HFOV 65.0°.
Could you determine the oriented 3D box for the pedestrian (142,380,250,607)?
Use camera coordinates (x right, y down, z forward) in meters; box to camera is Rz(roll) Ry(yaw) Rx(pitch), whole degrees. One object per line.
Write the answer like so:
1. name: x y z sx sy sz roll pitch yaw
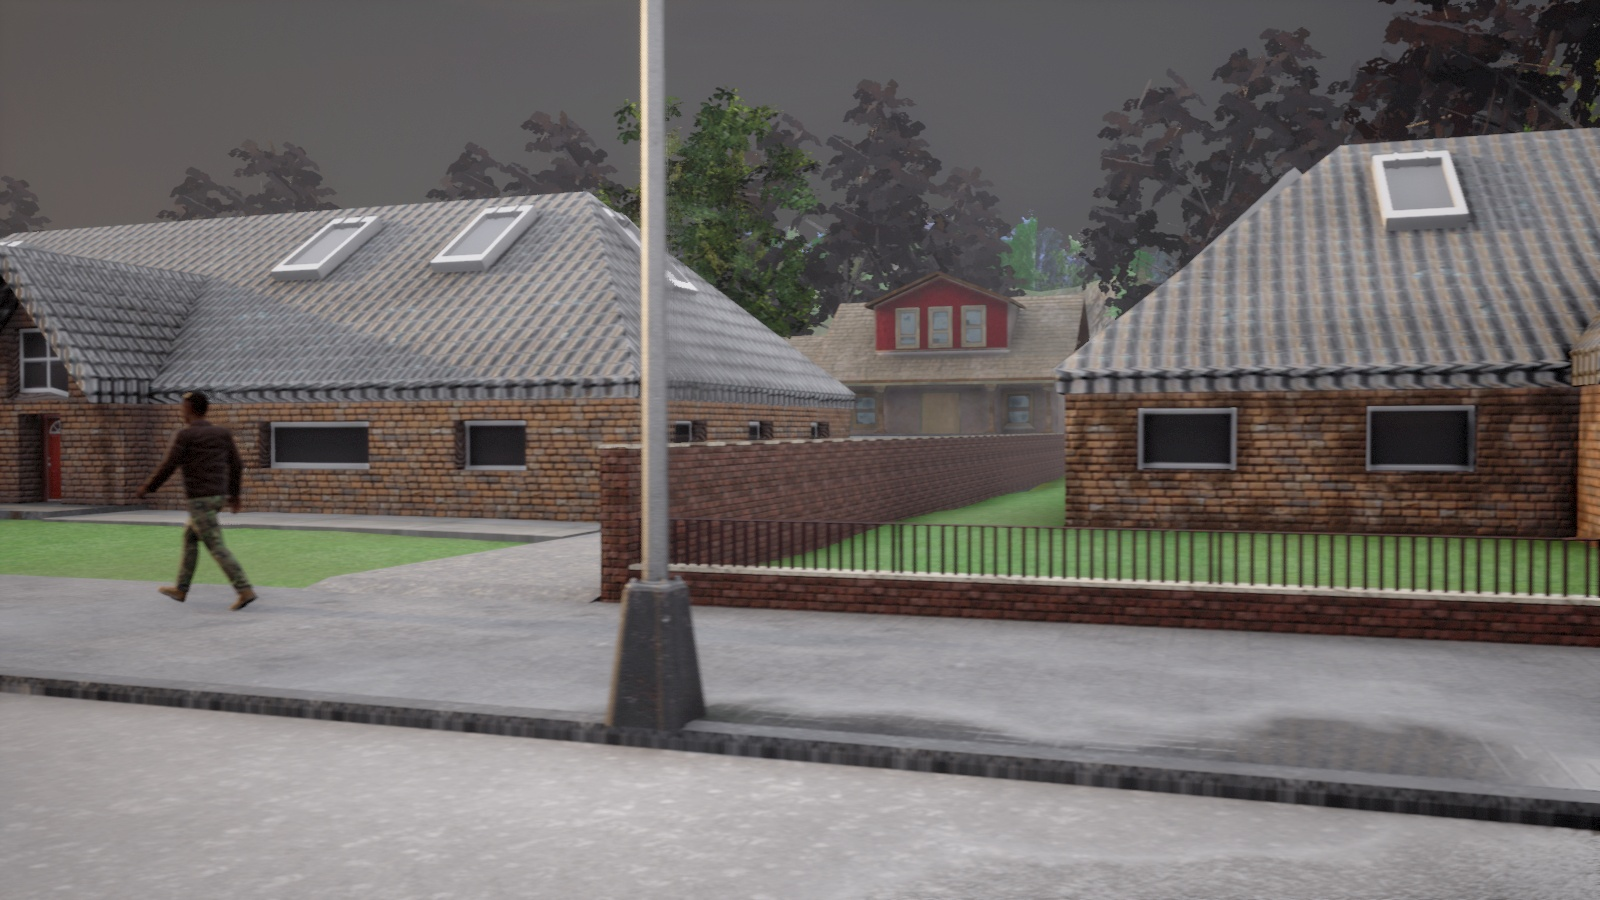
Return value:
1. pedestrian: -5.034 0.350 10.472 0.703 1.840 0.431 0 1 17
